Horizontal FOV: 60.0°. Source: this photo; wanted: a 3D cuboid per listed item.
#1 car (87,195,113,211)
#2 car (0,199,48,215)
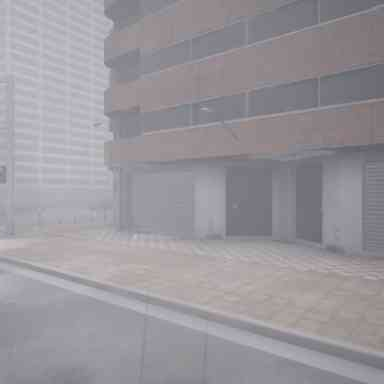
[{"bbox_3d":[-10.499,1.505,40.939,1.837,1.490,4.892,0,0,37],"label":"car"},{"bbox_3d":[-16.749,1.505,32.686,1.837,1.490,4.892,0,0,37],"label":"car"}]
